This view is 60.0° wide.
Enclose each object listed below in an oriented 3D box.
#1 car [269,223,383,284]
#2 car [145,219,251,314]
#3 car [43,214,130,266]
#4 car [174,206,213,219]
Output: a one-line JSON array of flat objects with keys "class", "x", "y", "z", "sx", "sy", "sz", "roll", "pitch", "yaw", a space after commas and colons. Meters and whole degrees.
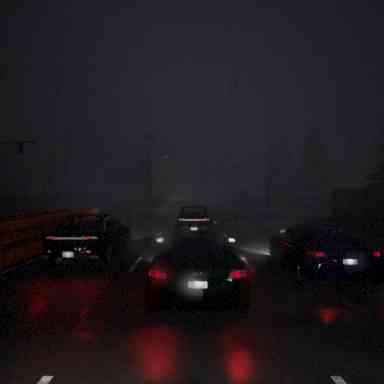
[{"class": "car", "x": 3.600, "y": 1.564, "z": 9.605, "sx": 1.994, "sy": 1.385, "sz": 4.181, "roll": 0, "pitch": 0, "yaw": 0}, {"class": "car", "x": 0.097, "y": 1.564, "z": 7.723, "sx": 1.994, "sy": 1.385, "sz": 4.181, "roll": 0, "pitch": 0, "yaw": 0}, {"class": "car", "x": -3.405, "y": 1.493, "z": 11.556, "sx": 2.128, "sy": 1.511, "sz": 4.902, "roll": 0, "pitch": 0, "yaw": 0}, {"class": "car", "x": 0.093, "y": 1.492, "z": 17.672, "sx": 2.128, "sy": 1.511, "sz": 4.902, "roll": 0, "pitch": 0, "yaw": 0}]
